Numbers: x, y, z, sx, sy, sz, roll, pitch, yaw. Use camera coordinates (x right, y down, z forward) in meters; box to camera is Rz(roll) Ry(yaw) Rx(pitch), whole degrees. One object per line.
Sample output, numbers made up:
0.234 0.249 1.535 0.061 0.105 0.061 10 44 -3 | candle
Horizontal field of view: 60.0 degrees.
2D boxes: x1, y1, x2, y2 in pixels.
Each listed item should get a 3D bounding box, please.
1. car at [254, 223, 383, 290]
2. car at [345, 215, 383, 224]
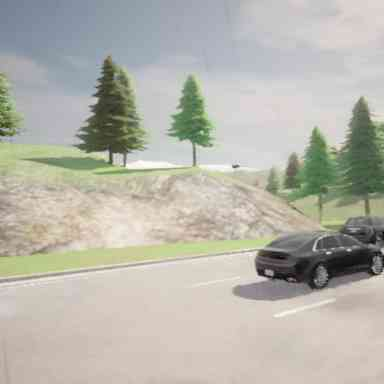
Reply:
4.164 1.989 10.567 4.892 1.490 1.837 0 -3 -33 | car
10.376 2.112 18.829 4.553 1.767 2.097 1 -4 -33 | car
